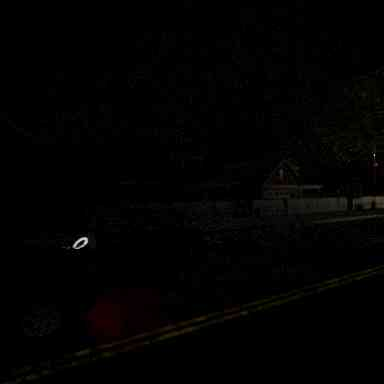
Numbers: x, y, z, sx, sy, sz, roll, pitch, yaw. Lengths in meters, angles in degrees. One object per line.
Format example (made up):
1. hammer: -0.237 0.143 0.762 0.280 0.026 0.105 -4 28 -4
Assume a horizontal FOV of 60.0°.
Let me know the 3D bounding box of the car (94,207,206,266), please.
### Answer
1. car: -1.827 1.316 10.371 4.553 1.767 2.097 -1 0 -36

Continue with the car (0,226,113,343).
1. car: -3.950 1.482 4.861 5.008 1.535 1.882 -1 0 -36
